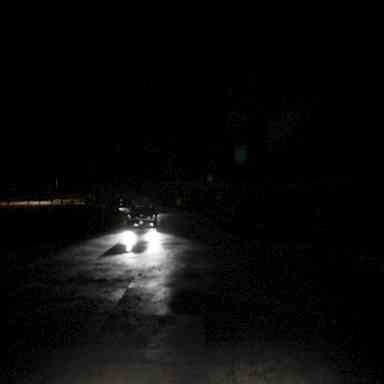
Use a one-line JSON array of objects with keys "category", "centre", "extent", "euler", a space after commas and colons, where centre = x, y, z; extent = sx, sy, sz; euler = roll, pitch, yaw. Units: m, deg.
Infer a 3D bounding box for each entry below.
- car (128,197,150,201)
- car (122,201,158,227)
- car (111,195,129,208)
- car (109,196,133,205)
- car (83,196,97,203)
[{"category": "car", "centre": [-4.917, 1.323, 32.965], "extent": [1.812, 1.442, 4.674], "euler": [0, 0, -16]}, {"category": "car", "centre": [-3.182, 1.463, 21.581], "extent": [1.895, 1.301, 4.718], "euler": [0, 0, -6]}, {"category": "car", "centre": [-9.156, 1.123, 44.086], "extent": [2.097, 1.767, 4.553], "euler": [-1, 0, -28]}, {"category": "car", "centre": [-11.426, 1.338, 53.409], "extent": [1.895, 1.301, 4.718], "euler": [-1, 1, -38]}, {"category": "car", "centre": [-18.116, 1.361, 60.867], "extent": [4.181, 1.385, 1.994], "euler": [-1, 1, 42]}]
